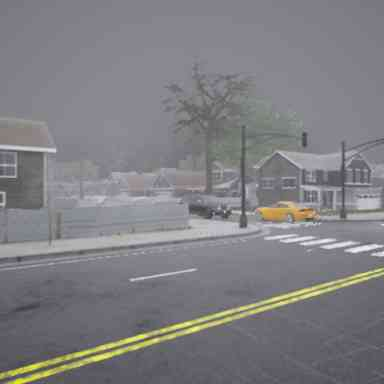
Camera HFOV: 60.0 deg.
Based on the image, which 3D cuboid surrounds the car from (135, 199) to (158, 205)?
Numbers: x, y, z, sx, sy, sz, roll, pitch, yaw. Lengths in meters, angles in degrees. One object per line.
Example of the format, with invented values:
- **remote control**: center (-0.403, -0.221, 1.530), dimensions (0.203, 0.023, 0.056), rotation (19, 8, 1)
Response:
- **car**: center (-4.799, 1.516, 37.217), dimensions (1.882, 1.535, 5.008), rotation (0, 0, -35)

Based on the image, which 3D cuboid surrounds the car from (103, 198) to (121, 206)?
- **car**: center (-10.759, 1.561, 45.658), dimensions (1.837, 1.490, 4.892), rotation (0, 0, -35)

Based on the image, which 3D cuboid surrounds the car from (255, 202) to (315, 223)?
- **car**: center (6.999, 1.485, 25.537), dimensions (1.882, 1.535, 5.008), rotation (0, 0, -33)

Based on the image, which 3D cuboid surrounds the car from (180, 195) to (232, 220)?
- **car**: center (1.042, 1.244, 28.961), dimensions (2.150, 2.045, 5.566), rotation (0, 0, -35)
